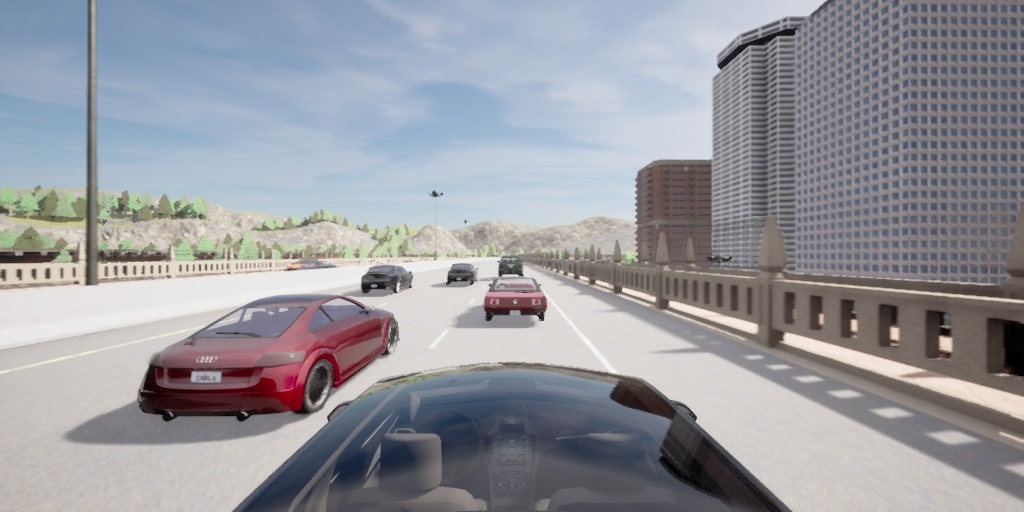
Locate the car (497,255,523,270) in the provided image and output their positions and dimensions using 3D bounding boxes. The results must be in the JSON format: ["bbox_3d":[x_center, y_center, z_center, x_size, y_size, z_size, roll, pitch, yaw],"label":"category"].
[{"bbox_3d":[-0.166,0.973,32.183,2.150,2.045,5.566,0,0,-1],"label":"car"}]

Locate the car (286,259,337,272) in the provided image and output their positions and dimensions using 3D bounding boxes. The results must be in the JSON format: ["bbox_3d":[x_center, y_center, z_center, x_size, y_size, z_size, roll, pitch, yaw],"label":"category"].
[{"bbox_3d":[-17.855,1.243,32.793,2.128,1.511,4.902,0,0,-1],"label":"car"}]

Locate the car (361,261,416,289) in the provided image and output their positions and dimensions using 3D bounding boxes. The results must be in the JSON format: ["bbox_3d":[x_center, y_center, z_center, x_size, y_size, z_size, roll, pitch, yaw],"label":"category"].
[{"bbox_3d":[-6.943,1.256,20.410,1.837,1.490,4.892,0,0,-1],"label":"car"}]

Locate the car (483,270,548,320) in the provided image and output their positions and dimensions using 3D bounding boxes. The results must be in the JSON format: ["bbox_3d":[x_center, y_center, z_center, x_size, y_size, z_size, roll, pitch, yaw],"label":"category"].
[{"bbox_3d":[0.099,1.351,12.549,1.895,1.301,4.718,0,0,0],"label":"car"}]

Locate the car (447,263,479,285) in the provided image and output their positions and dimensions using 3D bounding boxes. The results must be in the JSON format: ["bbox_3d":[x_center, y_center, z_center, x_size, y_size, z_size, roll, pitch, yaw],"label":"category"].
[{"bbox_3d":[-3.526,1.256,25.940,1.837,1.490,4.892,0,0,-1],"label":"car"}]

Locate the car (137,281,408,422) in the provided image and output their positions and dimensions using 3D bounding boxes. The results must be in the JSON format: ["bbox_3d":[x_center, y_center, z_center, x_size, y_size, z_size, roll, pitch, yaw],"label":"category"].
[{"bbox_3d":[-3.399,1.314,5.991,1.994,1.385,4.181,0,0,0],"label":"car"}]
